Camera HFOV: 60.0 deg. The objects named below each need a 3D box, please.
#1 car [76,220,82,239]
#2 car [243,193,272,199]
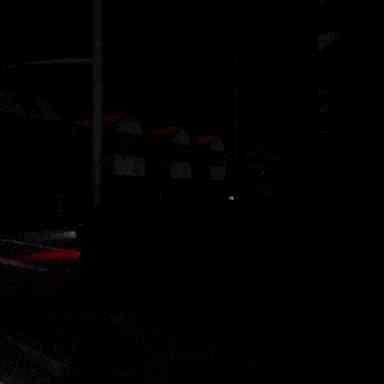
[{"bbox_3d":[-3.199,1.703,16.097,1.837,1.490,4.892,0,-3,35],"label":"car"},{"bbox_3d":[11.946,1.322,60.998,5.566,2.045,2.150,-1,1,32],"label":"car"}]
